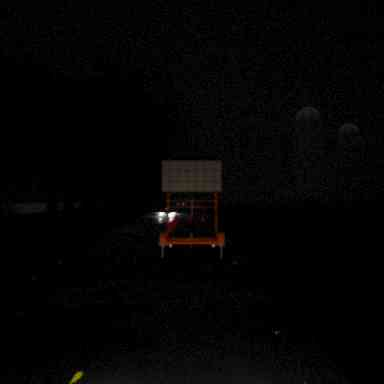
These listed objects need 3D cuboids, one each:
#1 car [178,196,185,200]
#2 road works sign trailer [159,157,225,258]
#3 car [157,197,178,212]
[{"bbox_3d":[-2.744,1.599,79.419,1.812,1.442,4.674,0,0,0],"label":"car"},{"bbox_3d":[0.000,0.458,12.684,2.380,3.560,2.880,0,0,0],"label":"road works sign trailer"},{"bbox_3d":[-2.841,1.606,38.116,1.994,1.385,4.181,0,0,0],"label":"car"}]
